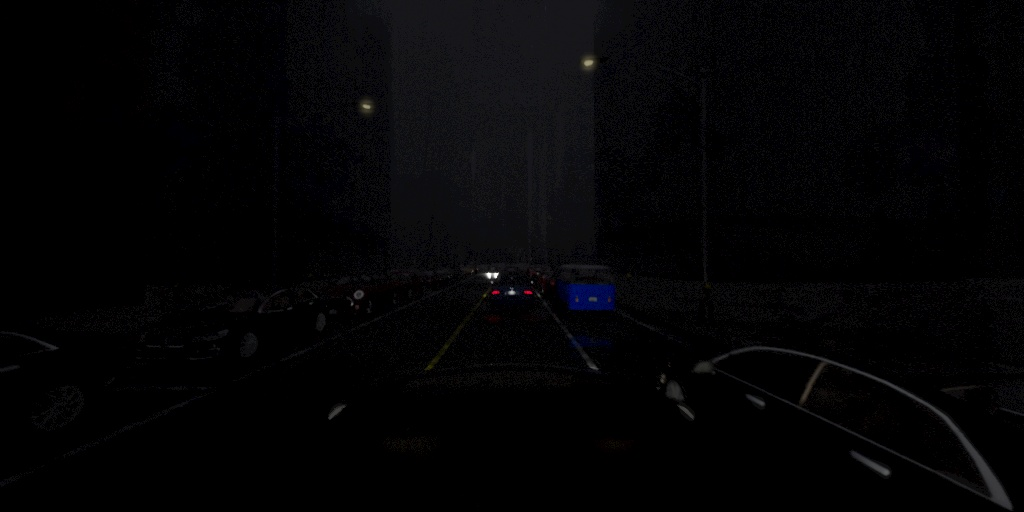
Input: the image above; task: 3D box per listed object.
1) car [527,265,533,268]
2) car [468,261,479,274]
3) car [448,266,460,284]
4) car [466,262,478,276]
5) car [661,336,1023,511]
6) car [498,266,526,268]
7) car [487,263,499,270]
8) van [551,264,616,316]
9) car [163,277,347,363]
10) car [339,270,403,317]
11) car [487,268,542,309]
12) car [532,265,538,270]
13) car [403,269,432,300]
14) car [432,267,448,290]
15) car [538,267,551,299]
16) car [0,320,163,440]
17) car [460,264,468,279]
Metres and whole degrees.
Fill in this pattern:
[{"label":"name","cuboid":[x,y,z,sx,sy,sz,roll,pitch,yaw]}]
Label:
[{"label":"car","cuboid":[2.657,1.707,35.501,1.802,1.307,4.207,0,0,0]},{"label":"car","cuboid":[-5.873,1.664,51.878,2.192,1.841,5.009,0,0,0]},{"label":"car","cuboid":[-5.866,1.607,30.044,2.007,1.370,4.403,0,0,0]},{"label":"car","cuboid":[-5.872,1.798,46.249,1.751,1.417,4.829,0,0,0]},{"label":"car","cuboid":[2.669,1.310,2.746,2.007,1.370,4.403,0,0,0]},{"label":"car","cuboid":[-0.005,1.597,31.256,1.812,1.442,4.674,0,-1,0]},{"label":"car","cuboid":[-3.022,1.936,58.311,2.128,1.511,4.902,0,-1,0]},{"label":"van","cuboid":[2.665,1.210,13.665,1.690,1.789,3.998,0,0,0]},{"label":"car","cuboid":[-5.859,1.363,8.210,2.007,1.370,4.403,0,0,0]},{"label":"car","cuboid":[-5.861,1.309,13.669,1.967,1.591,4.097,0,0,0]},{"label":"car","cuboid":[-0.004,1.440,15.851,2.033,1.411,5.357,0,-1,0]},{"label":"car","cuboid":[2.661,1.536,24.583,1.888,1.381,4.507,0,0,0]},{"label":"car","cuboid":[-5.863,1.473,19.127,1.888,1.381,4.507,0,0,0]},{"label":"car","cuboid":[-5.864,1.573,24.585,1.802,1.307,4.207,0,0,0]},{"label":"car","cuboid":[2.663,1.368,19.124,1.967,1.591,4.097,0,0,0]},{"label":"car","cuboid":[-5.857,1.310,2.751,2.007,1.370,4.403,0,0,0]},{"label":"car","cuboid":[-5.868,1.691,35.502,1.948,1.339,4.313,0,0,0]}]
